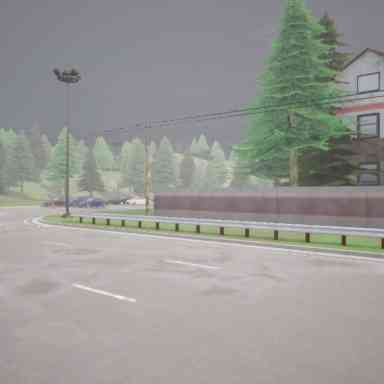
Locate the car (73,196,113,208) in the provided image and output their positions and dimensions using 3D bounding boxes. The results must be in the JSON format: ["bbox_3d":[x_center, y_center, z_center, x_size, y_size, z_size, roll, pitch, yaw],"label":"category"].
[{"bbox_3d":[-14.136,1.526,47.682,1.812,1.442,4.674,0,0,36],"label":"car"}]

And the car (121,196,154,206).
[{"bbox_3d":[-8.946,1.526,54.877,1.812,1.442,4.674,0,0,36],"label":"car"}]

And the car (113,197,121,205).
[{"bbox_3d":[-11.514,1.478,57.280,1.882,1.535,5.008,0,0,36],"label":"car"}]

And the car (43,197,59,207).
[{"bbox_3d":[-20.367,1.526,51.008,1.812,1.442,4.674,0,0,36],"label":"car"}]

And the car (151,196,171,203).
[{"bbox_3d":[-6.551,1.553,69.982,1.994,1.385,4.181,0,0,36],"label":"car"}]

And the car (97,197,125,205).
[{"bbox_3d":[-14.408,1.601,59.241,1.895,1.301,4.718,0,0,36],"label":"car"}]

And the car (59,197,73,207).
[{"bbox_3d":[-16.895,1.352,49.835,2.097,1.767,4.553,0,0,36],"label":"car"}]
